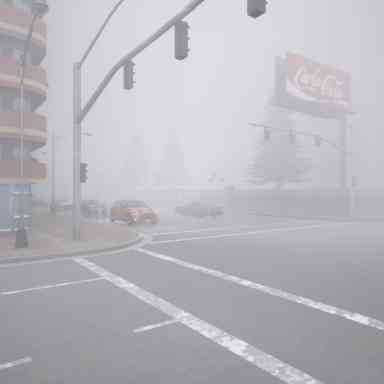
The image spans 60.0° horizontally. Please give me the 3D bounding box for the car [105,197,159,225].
[{"bbox_3d":[-4.234,1.352,23.949,2.097,1.767,4.553,0,0,-36],"label":"car"}]

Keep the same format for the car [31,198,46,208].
[{"bbox_3d":[-22.902,1.601,49.872,1.895,1.301,4.718,0,0,-35],"label":"car"}]

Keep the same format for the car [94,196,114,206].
[{"bbox_3d":[-15.275,1.526,57.452,1.812,1.442,4.674,0,0,-36],"label":"car"}]

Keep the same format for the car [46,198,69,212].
[{"bbox_3d":[-15.393,1.478,39.386,1.882,1.535,5.008,0,0,-36],"label":"car"}]

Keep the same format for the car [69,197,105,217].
[{"bbox_3d":[-9.567,1.491,31.318,2.128,1.511,4.902,0,0,-36],"label":"car"}]

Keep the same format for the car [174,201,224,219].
[{"bbox_3d":[0.509,1.547,29.675,2.033,1.411,5.357,0,0,-36],"label":"car"}]
